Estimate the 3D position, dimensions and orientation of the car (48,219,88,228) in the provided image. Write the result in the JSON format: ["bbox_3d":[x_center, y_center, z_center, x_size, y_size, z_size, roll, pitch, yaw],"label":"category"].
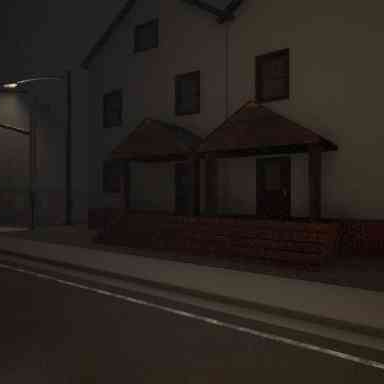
[{"bbox_3d":[-12.244,3.433,34.206,1.895,1.301,4.718,0,-8,36],"label":"car"}]
